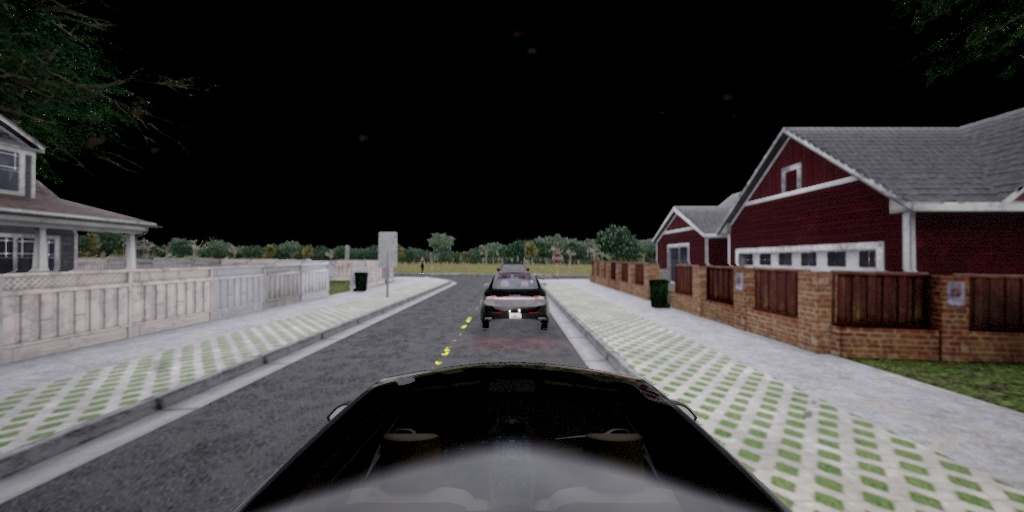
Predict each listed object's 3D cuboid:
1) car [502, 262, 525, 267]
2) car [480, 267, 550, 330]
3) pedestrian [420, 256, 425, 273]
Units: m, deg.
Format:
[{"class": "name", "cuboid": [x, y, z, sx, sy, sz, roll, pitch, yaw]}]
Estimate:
[{"class": "car", "cuboid": [0.072, 1.173, 22.801, 2.097, 1.767, 4.553, 0, 0, 0]}, {"class": "car", "cuboid": [0.088, 1.272, 11.268, 2.128, 1.511, 4.902, 0, 0, 0]}, {"class": "pedestrian", "cuboid": [-9.723, 0.942, 38.886, 0.375, 1.860, 0.375, 0, -1, 0]}]
